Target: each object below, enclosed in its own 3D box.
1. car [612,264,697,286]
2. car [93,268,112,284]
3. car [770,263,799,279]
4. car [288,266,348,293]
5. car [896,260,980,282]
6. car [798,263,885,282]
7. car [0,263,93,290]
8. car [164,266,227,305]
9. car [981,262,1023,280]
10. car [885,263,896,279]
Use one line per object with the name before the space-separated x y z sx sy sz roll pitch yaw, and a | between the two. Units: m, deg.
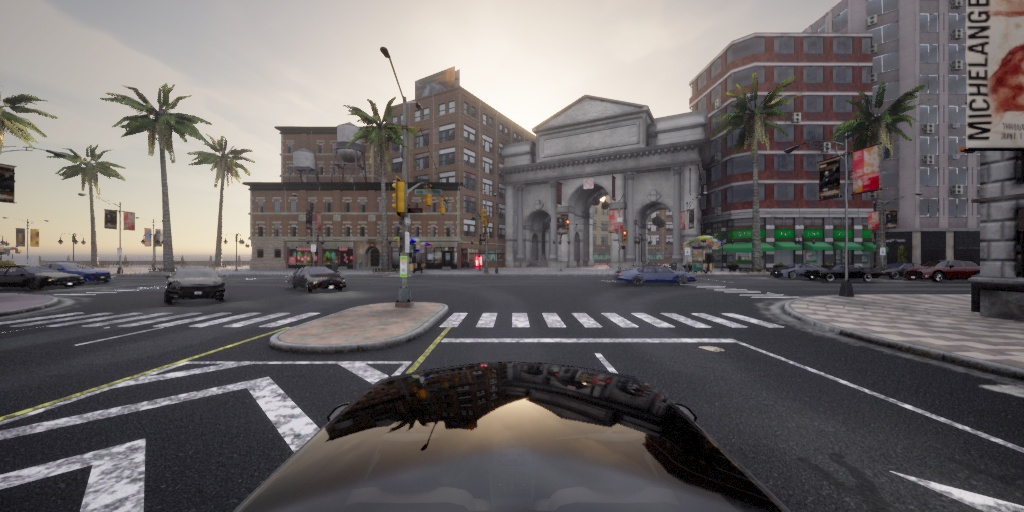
car | 9.815 1.297 24.957 5.357 1.411 2.033 0 0 0
car | -31.331 1.228 25.264 5.008 1.535 1.882 0 0 0
car | 25.589 1.314 32.013 4.181 1.385 1.994 0 0 1
car | -11.618 1.297 21.222 5.357 1.411 2.033 0 0 45
car | 34.060 1.102 28.372 4.553 1.767 2.097 0 0 2
car | 26.105 1.351 28.525 4.718 1.301 1.895 0 0 1
car | -29.441 1.297 21.750 5.357 1.411 2.033 0 0 0
car | -14.430 1.228 16.414 1.882 1.535 5.008 1 -1 -42
car | 44.745 1.255 31.199 4.892 1.490 1.837 0 0 8
car | 34.845 1.297 31.911 5.357 1.411 2.033 0 0 1
